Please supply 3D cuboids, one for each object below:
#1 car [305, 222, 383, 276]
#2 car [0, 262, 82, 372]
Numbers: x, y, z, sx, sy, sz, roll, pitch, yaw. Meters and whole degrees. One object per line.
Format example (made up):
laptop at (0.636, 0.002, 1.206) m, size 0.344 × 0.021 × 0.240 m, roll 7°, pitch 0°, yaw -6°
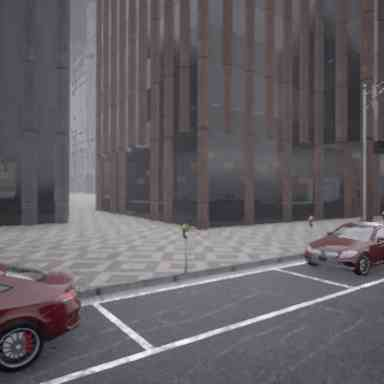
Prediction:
car at (5.333, 1.626, 10.445) m, size 4.206 × 1.307 × 1.802 m, roll 0°, pitch 0°, yaw -35°
car at (-3.556, 1.579, 4.112) m, size 4.206 × 1.307 × 1.802 m, roll 0°, pitch 0°, yaw -35°
